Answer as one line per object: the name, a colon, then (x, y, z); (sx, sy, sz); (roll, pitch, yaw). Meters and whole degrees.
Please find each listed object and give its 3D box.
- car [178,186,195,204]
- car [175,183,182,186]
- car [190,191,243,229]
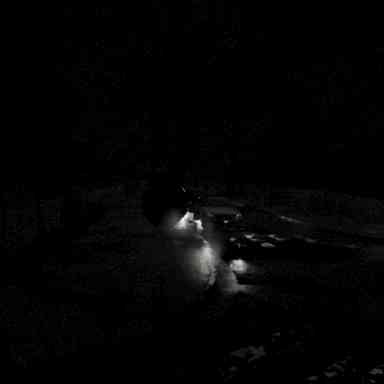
car: (-0.393, 0.446, 29.516); (1.895, 1.301, 4.718); (1, 2, -7)
car: (-2.006, -0.376, 42.051); (2.097, 1.767, 4.553); (1, 2, -7)
car: (1.221, 0.939, 17.102); (1.812, 1.442, 4.674); (1, 2, -7)
